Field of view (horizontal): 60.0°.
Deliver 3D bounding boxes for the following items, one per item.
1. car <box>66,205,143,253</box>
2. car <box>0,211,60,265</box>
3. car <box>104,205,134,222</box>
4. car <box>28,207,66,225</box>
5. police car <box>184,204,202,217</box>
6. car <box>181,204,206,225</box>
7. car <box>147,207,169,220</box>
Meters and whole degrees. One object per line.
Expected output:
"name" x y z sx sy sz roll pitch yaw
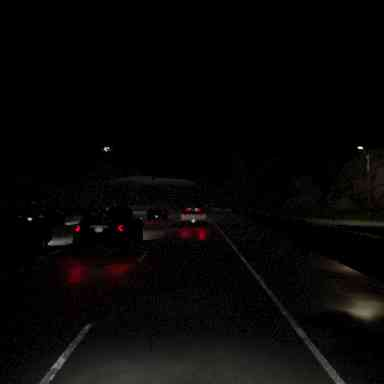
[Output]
"car" -3.397 1.434 14.251 2.097 1.767 4.553 0 -1 0
"car" -6.891 1.602 11.812 2.033 1.411 5.357 0 -1 0
"car" -6.892 1.978 31.786 1.812 1.442 4.674 0 -2 0
"car" -10.395 1.751 23.325 1.994 1.385 4.181 0 -1 0
"police car" 0.110 2.293 41.348 2.038 1.542 4.974 0 -2 0
"car" 0.105 1.841 26.062 1.895 1.301 4.718 0 -1 0
"car" -3.391 2.138 34.107 1.895 1.301 4.718 0 -2 0
